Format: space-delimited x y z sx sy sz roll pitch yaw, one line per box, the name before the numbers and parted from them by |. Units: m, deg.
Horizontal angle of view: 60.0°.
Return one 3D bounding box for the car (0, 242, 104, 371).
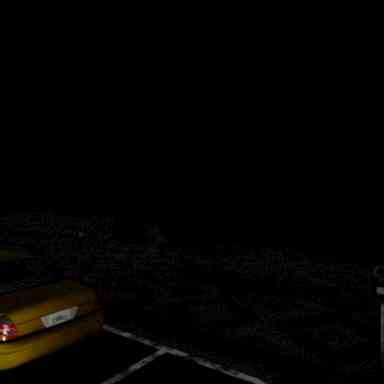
car | -3.520 1.520 5.484 4.829 1.417 1.752 0 0 36
